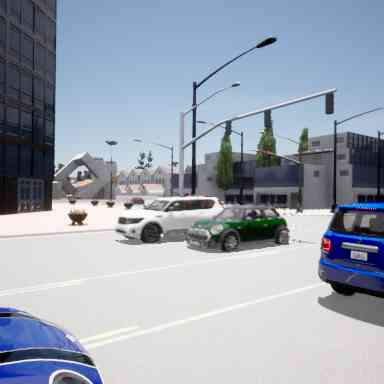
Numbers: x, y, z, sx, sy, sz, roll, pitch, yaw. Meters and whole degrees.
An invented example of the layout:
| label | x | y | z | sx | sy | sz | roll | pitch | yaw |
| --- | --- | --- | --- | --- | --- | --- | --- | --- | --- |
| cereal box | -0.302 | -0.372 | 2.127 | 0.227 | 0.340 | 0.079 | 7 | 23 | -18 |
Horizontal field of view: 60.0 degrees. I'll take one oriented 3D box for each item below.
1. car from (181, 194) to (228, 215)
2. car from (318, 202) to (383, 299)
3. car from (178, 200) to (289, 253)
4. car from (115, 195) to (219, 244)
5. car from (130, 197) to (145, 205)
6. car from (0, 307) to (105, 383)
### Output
| label | x | y | z | sx | sy | sz | roll | pitch | yaw |
| --- | --- | --- | --- | --- | --- | --- | --- | --- | --- |
| car | 1.267 | 1.314 | 36.702 | 2.150 | 2.045 | 5.566 | 1 | -1 | -35 |
| car | 5.179 | 1.239 | 7.497 | 5.566 | 2.045 | 2.150 | 0 | 0 | -35 |
| car | 1.984 | 1.379 | 14.023 | 4.553 | 1.767 | 2.097 | 0 | 0 | -36 |
| car | -0.916 | 1.245 | 16.248 | 5.566 | 2.045 | 2.150 | 0 | 0 | -36 |
| car | -10.273 | 1.646 | 62.297 | 1.882 | 1.535 | 5.008 | 1 | -1 | -20 |
| car | -2.747 | 1.352 | 1.783 | 4.553 | 1.767 | 2.097 | 0 | 0 | -35 |
